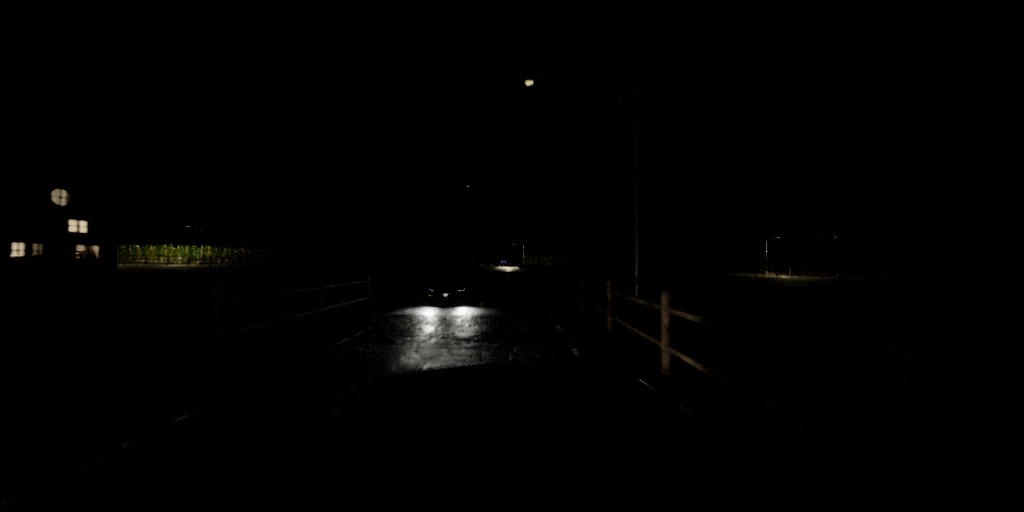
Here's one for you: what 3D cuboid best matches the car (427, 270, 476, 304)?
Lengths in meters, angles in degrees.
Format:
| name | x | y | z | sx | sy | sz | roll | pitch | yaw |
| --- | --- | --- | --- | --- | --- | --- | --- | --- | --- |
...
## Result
| name | x | y | z | sx | sy | sz | roll | pitch | yaw |
| --- | --- | --- | --- | --- | --- | --- | --- | --- | --- |
| car | -2.850 | 1.447 | 17.807 | 1.837 | 1.490 | 4.892 | 0 | -1 | 0 |
